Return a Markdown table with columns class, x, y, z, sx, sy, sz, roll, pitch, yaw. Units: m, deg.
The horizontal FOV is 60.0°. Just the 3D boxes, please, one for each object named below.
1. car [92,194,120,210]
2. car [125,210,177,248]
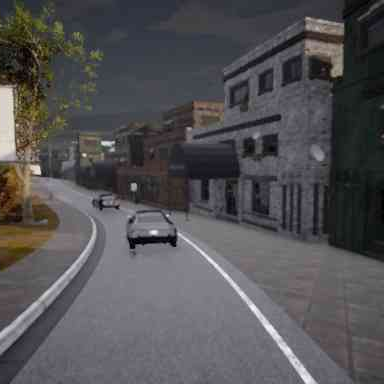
| class | x | y | z | sx | sy | sz | roll | pitch | yaw |
| --- | --- | --- | --- | --- | --- | --- | --- | --- | --- |
| car | -8.566 | 0.955 | 32.826 | 2.033 | 1.411 | 5.357 | -2 | 3 | -27 |
| car | -1.894 | 1.488 | 14.664 | 1.994 | 1.385 | 4.181 | -1 | 1 | -13 |
